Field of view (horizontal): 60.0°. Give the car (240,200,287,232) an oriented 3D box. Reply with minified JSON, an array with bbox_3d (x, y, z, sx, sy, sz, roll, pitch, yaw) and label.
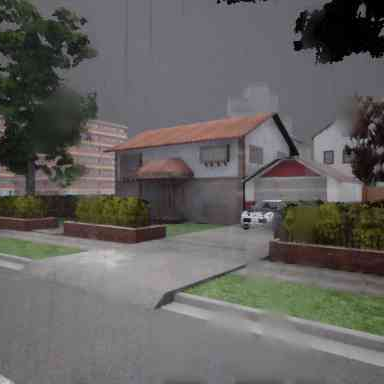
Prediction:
[{"bbox_3d":[4.085,1.168,17.390,1.970,1.475,3.806,0,0,36],"label":"car"}]
